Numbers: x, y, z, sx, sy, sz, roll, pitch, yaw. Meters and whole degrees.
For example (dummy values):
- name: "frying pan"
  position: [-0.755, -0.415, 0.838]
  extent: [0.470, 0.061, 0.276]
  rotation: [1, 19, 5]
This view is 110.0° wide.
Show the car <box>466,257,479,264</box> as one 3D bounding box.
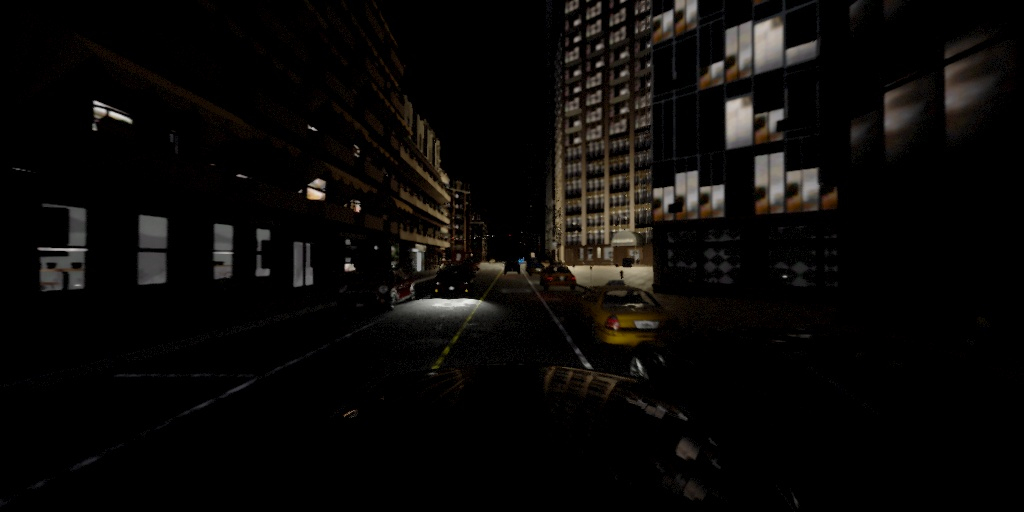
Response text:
- name: "car"
  position: [-5.323, 1.210, 42.179]
  extent: [1.967, 1.591, 4.097]
  rotation: [0, 0, 0]

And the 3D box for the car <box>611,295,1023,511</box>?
- name: "car"
  position: [2.565, 1.316, 3.437]
  extent: [1.948, 1.339, 4.313]
  rotation: [0, 0, 0]

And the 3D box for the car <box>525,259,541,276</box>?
- name: "car"
  position: [2.558, 1.289, 36.822]
  extent: [1.751, 1.417, 4.829]
  rotation: [0, 0, 0]

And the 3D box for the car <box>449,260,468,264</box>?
- name: "car"
  position: [-5.321, 1.310, 31.108]
  extent: [2.007, 1.370, 4.403]
  rotation: [0, 0, 0]

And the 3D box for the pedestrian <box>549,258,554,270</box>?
- name: "pedestrian"
  position: [2.745, 1.050, 25.309]
  extent: [0.375, 1.860, 0.375]
  rotation: [0, 0, 0]

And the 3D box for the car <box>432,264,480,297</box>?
- name: "car"
  position: [-2.851, 1.317, 18.847]
  extent: [1.994, 1.385, 4.181]
  rotation: [0, 0, 0]

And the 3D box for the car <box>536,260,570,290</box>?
- name: "car"
  position: [2.745, 1.210, 22.310]
  extent: [1.801, 1.575, 5.366]
  rotation: [0, 0, 0]

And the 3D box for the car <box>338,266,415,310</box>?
- name: "car"
  position: [-5.318, 1.192, 14.499]
  extent: [1.967, 1.591, 4.097]
  rotation: [0, 0, 0]

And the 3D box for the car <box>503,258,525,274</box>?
- name: "car"
  position: [0.034, 1.260, 41.045]
  extent: [2.128, 1.511, 4.902]
  rotation: [0, 0, 0]

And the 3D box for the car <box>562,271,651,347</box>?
- name: "car"
  position: [2.564, 1.276, 9.143]
  extent: [1.751, 1.417, 4.829]
  rotation: [0, 0, 0]
